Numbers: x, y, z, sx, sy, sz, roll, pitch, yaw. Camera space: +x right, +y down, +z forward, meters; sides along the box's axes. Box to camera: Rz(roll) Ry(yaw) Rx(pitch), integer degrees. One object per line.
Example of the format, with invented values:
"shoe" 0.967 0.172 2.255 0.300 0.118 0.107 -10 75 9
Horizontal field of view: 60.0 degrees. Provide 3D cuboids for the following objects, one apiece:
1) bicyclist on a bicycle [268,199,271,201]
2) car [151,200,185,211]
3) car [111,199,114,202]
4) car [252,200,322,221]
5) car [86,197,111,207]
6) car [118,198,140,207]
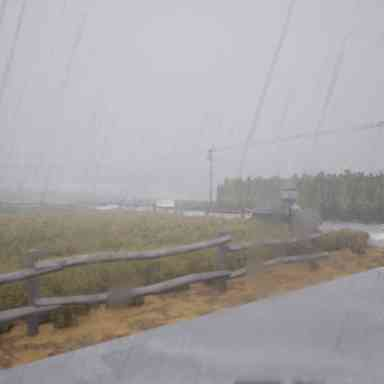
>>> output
"bicyclist on a bicycle" 7.379 1.452 31.312 1.656 1.620 0.582 0 0 -35
"car" -2.557 1.524 33.857 1.812 1.442 4.674 0 0 -36
"car" -15.657 1.545 57.068 5.357 1.411 2.033 0 0 33
"car" 6.060 1.351 21.612 2.097 1.767 4.553 0 0 -34
"car" -14.602 1.600 50.985 1.895 1.301 4.718 0 0 -35
"car" -9.419 1.561 49.290 1.994 1.385 4.181 0 0 -35
